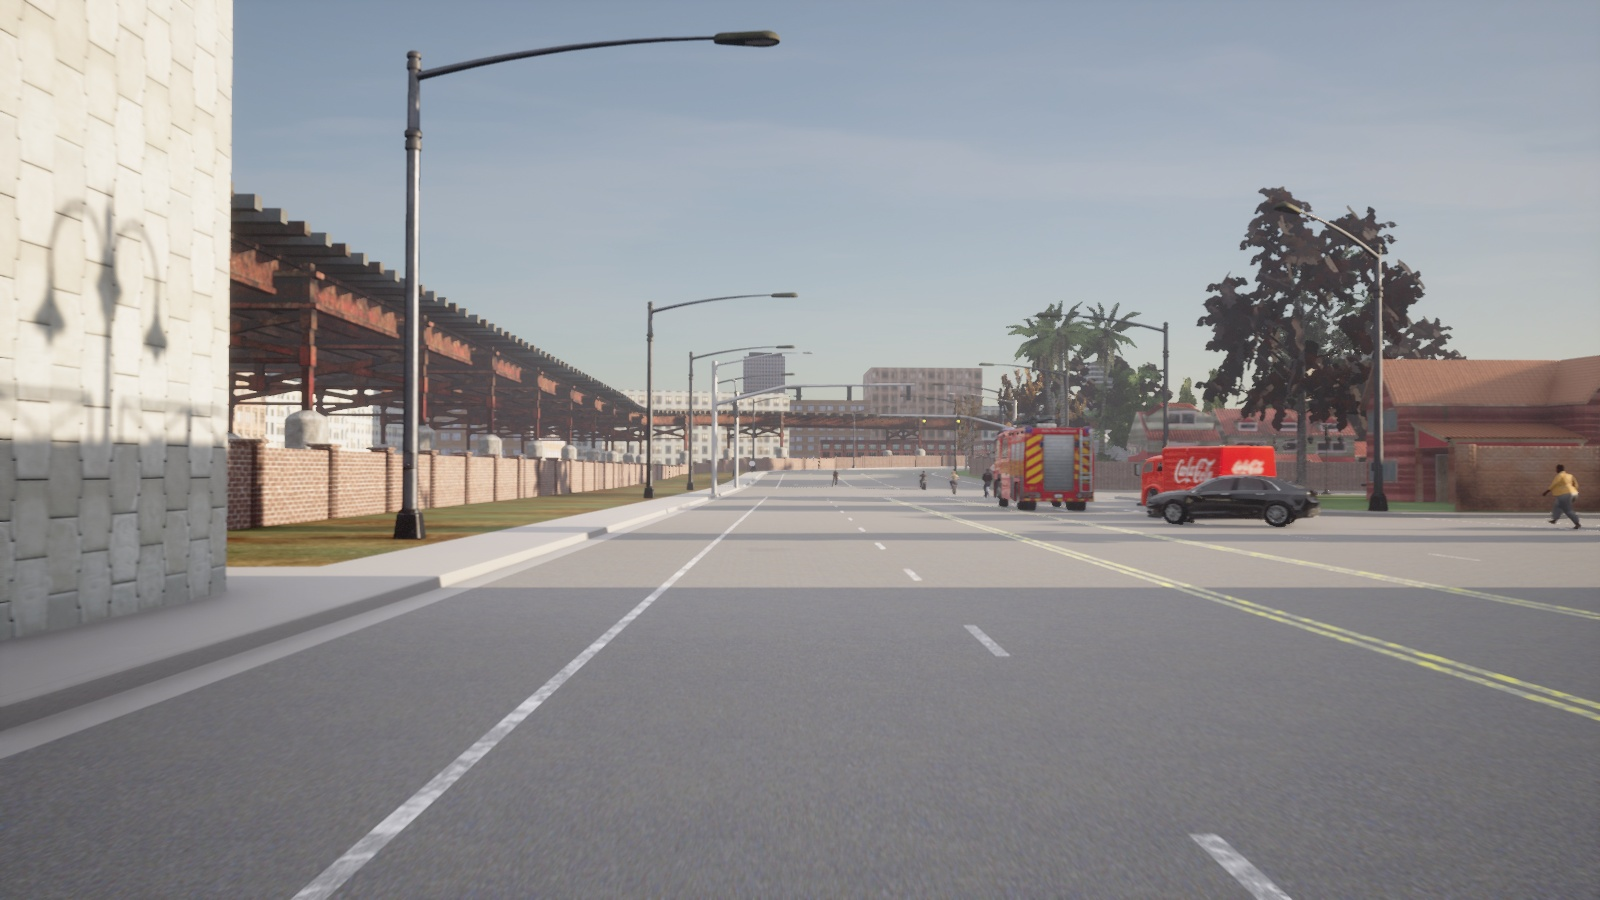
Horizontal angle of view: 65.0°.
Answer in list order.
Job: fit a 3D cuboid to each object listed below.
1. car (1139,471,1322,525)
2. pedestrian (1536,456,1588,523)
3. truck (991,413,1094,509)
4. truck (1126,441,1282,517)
[{"bbox_3d":[12.822,1.396,37.501,4.892,1.490,1.837,-1,-1,29],"label":"car"},{"bbox_3d":[21.474,1.103,35.404,0.874,1.855,0.900,0,-1,-24],"label":"pedestrian"},{"bbox_3d":[10.328,0.520,54.441,2.891,3.827,8.468,0,-1,0],"label":"truck"},{"bbox_3d":[13.998,1.005,43.916,2.627,2.467,5.204,0,-1,-17],"label":"truck"}]
